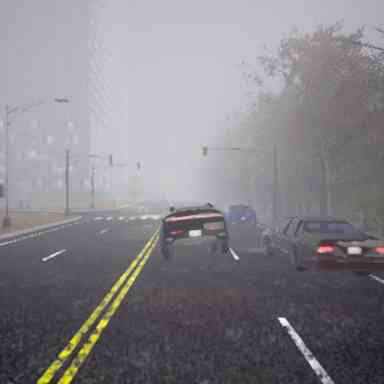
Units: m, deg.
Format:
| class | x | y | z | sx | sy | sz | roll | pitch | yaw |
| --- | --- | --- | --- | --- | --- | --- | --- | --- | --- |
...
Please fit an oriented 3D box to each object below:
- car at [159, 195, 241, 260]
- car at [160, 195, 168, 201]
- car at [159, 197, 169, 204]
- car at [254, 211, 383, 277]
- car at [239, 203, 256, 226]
| class | x | y | z | sx | sy | sz | roll | pitch | yaw |
| --- | --- | --- | --- | --- | --- | --- | --- | --- | --- |
| car | -0.017 | 1.224 | 10.674 | 2.128 | 1.511 | 4.902 | -5 | -9 | -3 |
| car | -7.306 | 1.550 | 85.905 | 1.882 | 1.535 | 5.008 | 0 | 0 | -5 |
| car | -5.990 | 1.702 | 70.358 | 2.033 | 1.411 | 5.357 | 0 | 0 | -4 |
| car | 3.432 | 1.388 | 9.613 | 2.033 | 1.411 | 5.357 | 1 | -2 | -1 |
| car | 3.024 | 1.483 | 22.142 | 1.882 | 1.535 | 5.008 | -3 | -1 | 0 |
